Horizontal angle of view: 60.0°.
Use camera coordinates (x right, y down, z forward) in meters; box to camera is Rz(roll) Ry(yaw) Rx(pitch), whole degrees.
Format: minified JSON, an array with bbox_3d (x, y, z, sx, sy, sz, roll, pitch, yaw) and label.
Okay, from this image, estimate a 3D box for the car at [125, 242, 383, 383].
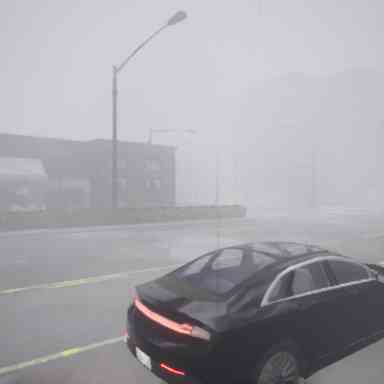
[{"bbox_3d":[1.474,1.500,4.845,4.902,1.511,2.128,0,0,-36],"label":"car"}]
